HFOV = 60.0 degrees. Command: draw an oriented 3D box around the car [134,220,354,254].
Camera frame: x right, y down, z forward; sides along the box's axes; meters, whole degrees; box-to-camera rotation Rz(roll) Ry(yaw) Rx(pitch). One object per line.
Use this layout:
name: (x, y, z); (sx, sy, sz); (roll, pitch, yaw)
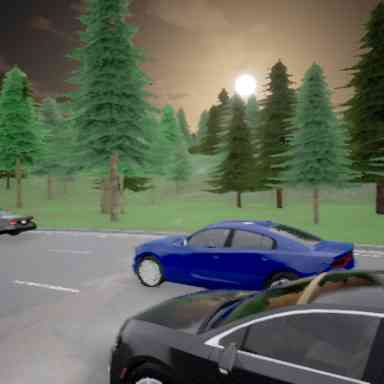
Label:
car: (0.899, 1.363, 7.358); (5.008, 1.535, 1.882); (0, 0, 32)

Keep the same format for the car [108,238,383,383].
car: (1.395, 1.447, 2.715); (4.892, 1.490, 1.837); (0, 0, 35)

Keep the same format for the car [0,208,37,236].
car: (-10.125, 1.440, 15.720); (5.357, 1.411, 2.033); (0, 1, 12)
